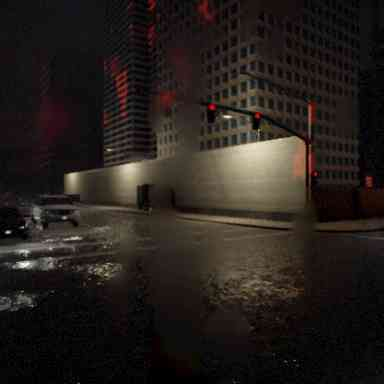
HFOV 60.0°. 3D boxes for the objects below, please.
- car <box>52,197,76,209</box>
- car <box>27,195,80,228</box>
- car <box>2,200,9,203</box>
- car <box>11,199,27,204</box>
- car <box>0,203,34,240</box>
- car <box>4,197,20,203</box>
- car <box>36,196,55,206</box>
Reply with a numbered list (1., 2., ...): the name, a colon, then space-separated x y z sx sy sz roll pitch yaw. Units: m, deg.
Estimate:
1. car: -18.336 1.491 47.587 2.128 1.511 4.902 0 0 -35
2. car: -9.324 1.209 22.457 2.150 2.045 5.566 0 0 -35
3. car: -14.583 1.520 23.818 1.812 1.442 4.674 0 0 -35
4. car: -14.975 1.595 30.420 1.895 1.301 4.718 0 0 -35
5. car: -9.271 1.492 16.298 1.837 1.490 4.892 0 0 -34
6. car: -20.891 1.354 38.783 2.097 1.767 4.553 0 0 -35
7. car: -25.393 1.499 57.526 2.128 1.511 4.902 0 0 -35
